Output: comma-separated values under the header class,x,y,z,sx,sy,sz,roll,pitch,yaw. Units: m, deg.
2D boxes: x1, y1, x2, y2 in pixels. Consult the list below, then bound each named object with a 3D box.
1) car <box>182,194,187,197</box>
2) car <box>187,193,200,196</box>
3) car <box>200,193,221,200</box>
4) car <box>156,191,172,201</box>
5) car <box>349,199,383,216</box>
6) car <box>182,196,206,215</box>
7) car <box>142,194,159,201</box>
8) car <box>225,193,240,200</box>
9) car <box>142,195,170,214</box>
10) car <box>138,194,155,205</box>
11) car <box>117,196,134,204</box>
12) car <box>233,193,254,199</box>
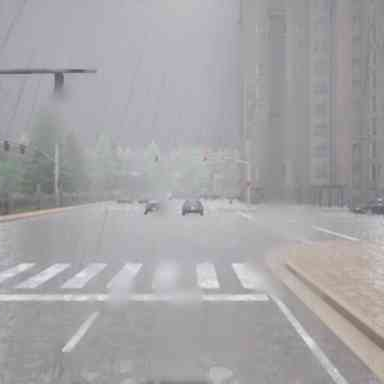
class,x,y,z,sx,sy,sz,roll,pitch,yaw
car,-0.475,1.013,83.168,1.812,1.442,4.674,0,0,43
car,1.777,1.038,80.456,1.812,1.442,4.674,0,0,43
car,4.769,1.045,78.514,1.837,1.490,4.892,0,0,43
car,-5.765,0.831,66.923,2.150,2.045,5.566,0,1,15
car,16.928,1.383,30.261,4.892,1.490,1.837,0,0,-1
car,0.076,1.411,32.062,1.994,1.385,4.181,0,0,0
car,-8.619,1.121,69.546,1.812,1.442,4.674,0,0,16
car,10.157,1.139,78.666,4.718,1.301,1.895,0,0,-38
car,-3.437,1.349,32.408,1.812,1.442,4.674,0,1,0
car,-7.111,1.209,51.098,1.837,1.490,4.892,0,0,0
car,-10.576,1.256,53.165,1.994,1.385,4.181,0,0,1
car,13.076,1.035,84.581,4.902,1.511,2.128,0,0,-24
